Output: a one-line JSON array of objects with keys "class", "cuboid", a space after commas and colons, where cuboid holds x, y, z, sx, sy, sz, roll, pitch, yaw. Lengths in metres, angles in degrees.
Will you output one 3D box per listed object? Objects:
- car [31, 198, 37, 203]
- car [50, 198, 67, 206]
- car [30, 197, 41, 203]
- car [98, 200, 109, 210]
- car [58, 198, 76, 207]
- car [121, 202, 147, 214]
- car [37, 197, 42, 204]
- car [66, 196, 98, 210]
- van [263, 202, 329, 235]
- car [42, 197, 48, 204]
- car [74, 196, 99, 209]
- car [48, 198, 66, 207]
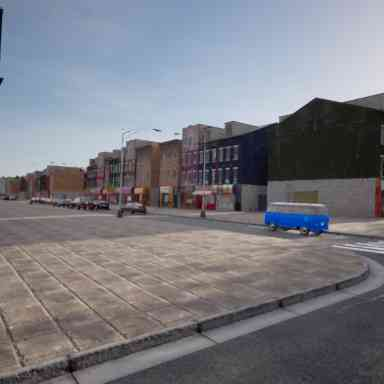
[{"class": "car", "cuboid": [-35.412, 1.839, 77.628, 1.967, 1.590, 4.097, 3, -2, -36]}, {"class": "car", "cuboid": [-25.820, 1.887, 64.324, 1.947, 1.339, 4.313, 3, -2, -36]}, {"class": "car", "cuboid": [-38.615, 2.011, 82.057, 1.802, 1.307, 4.206, 3, -2, -36]}, {"class": "car", "cuboid": [-13.026, 1.814, 46.590, 1.947, 1.339, 4.313, 3, -2, -36]}, {"class": "car", "cuboid": [-22.621, 1.844, 59.891, 1.887, 1.381, 4.507, 3, -2, -36]}, {"class": "car", "cuboid": [-6.630, 1.809, 37.722, 1.802, 1.307, 4.206, 3, -2, -36]}, {"class": "car", "cuboid": [-32.218, 1.953, 73.191, 1.802, 1.307, 4.206, 3, -2, -36]}, {"class": "car", "cuboid": [-14.860, 1.490, 44.738, 2.097, 1.767, 4.553, 3, -2, -35]}, {"class": "van", "cuboid": [6.171, 1.555, 19.992, 1.690, 1.788, 3.998, 3, -2, -36]}, {"class": "car", "cuboid": [-29.117, 1.871, 68.897, 1.752, 1.417, 4.829, 3, -2, -36]}, {"class": "car", "cuboid": [-16.216, 1.578, 51.029, 2.192, 1.841, 5.009, 3, -2, -36]}, {"class": "car", "cuboid": [-20.686, 1.710, 52.710, 2.033, 1.411, 5.357, 3, -2, -36]}]
